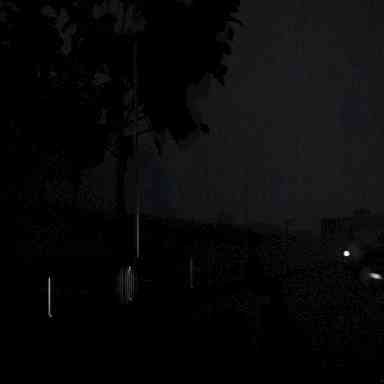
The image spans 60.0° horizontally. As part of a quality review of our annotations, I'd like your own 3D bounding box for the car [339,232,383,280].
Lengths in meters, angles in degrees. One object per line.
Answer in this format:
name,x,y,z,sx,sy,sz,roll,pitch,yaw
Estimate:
car,5.975,1.601,8.857,4.718,1.301,1.895,0,0,-35
